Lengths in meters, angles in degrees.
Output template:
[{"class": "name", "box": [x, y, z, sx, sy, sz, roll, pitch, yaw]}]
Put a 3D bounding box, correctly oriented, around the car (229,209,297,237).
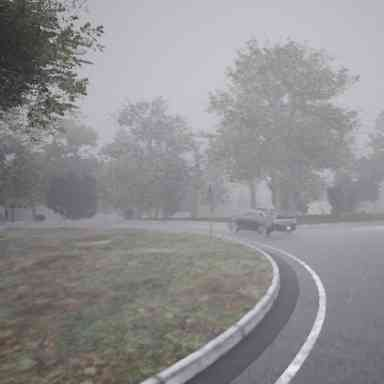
[{"class": "car", "box": [4.093, 1.762, 20.034, 2.128, 1.511, 4.902, 0, -1, -27]}]
